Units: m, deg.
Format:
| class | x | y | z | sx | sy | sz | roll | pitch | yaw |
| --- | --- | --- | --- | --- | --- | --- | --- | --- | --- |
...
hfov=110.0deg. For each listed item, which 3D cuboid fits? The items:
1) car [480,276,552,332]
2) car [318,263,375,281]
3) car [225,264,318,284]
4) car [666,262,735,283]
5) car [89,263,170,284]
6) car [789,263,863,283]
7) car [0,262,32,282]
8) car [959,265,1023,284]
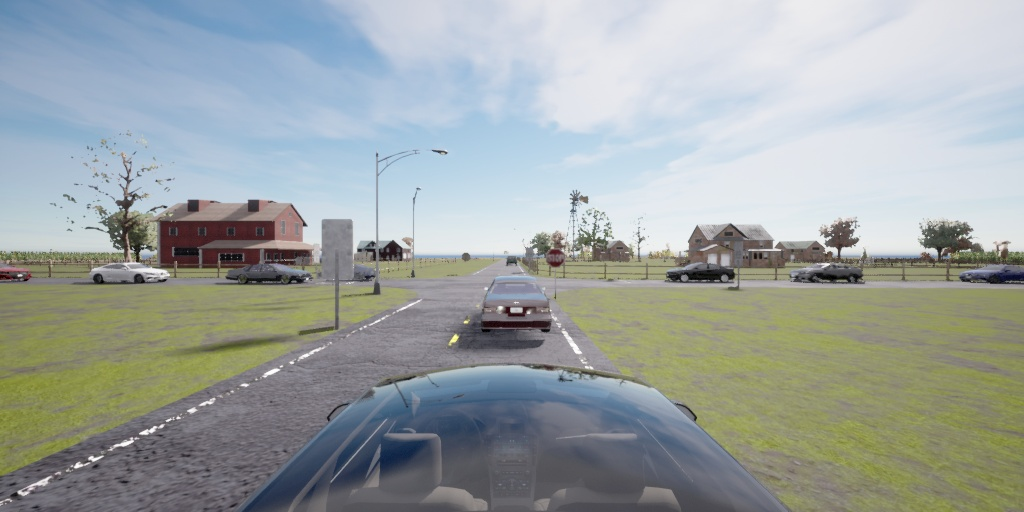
| class | x | y | z | sx | sy | sz | roll | pitch | yaw |
| --- | --- | --- | --- | --- | --- | --- | --- | --- | --- |
| car | 0.097 | 1.296 | 10.786 | 2.033 | 1.411 | 5.357 | 0 | 0 | 0 |
| car | -13.145 | 1.266 | 28.519 | 4.181 | 1.385 | 1.994 | 0 | 0 | 0 |
| car | -17.255 | 1.245 | 25.598 | 5.357 | 1.411 | 2.033 | 0 | 0 | 0 |
| car | 14.809 | 1.272 | 28.312 | 5.008 | 1.535 | 1.882 | 0 | 0 | 0 |
| car | -27.350 | 1.195 | 25.679 | 4.674 | 1.442 | 1.812 | 0 | 0 | 1 |
| car | 24.658 | 1.322 | 28.236 | 4.902 | 1.511 | 2.128 | 0 | 0 | 0 |
| car | -37.789 | 1.121 | 25.761 | 5.008 | 1.535 | 1.882 | 0 | 0 | 1 |
| car | 38.182 | 1.418 | 28.118 | 4.674 | 1.442 | 1.812 | 0 | 0 | 1 |
